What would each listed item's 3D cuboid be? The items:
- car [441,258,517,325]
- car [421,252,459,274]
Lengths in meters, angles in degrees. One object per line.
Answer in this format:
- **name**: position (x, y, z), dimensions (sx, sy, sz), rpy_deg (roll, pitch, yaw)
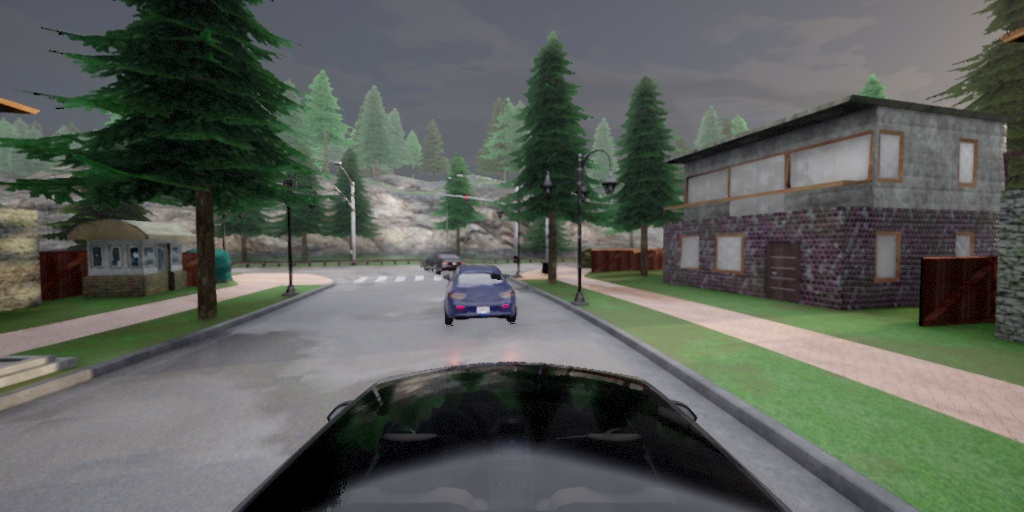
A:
- **car**: position (-1.004, 0.979, 10.444), dimensions (1.812, 1.442, 4.674), rpy_deg (0, 2, -9)
- **car**: position (-4.863, 0.445, 25.082), dimensions (2.033, 1.411, 5.357), rpy_deg (-1, 3, -28)
